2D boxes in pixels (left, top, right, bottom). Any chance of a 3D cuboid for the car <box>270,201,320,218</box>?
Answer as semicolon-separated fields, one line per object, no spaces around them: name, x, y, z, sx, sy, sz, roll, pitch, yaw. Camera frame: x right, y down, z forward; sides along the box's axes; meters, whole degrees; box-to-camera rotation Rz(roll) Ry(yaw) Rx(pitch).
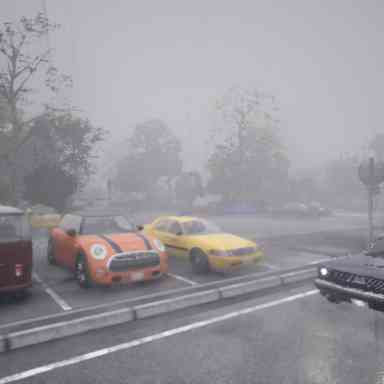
car;10.057;1.853;33.647;2.002;1.452;4.674;2;-1;-36

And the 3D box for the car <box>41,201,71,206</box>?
car;-9.201;1.474;20.029;1.946;1.575;5.366;0;0;-36

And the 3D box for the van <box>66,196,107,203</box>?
van;-6.756;1.265;21.418;1.878;1.987;4.442;0;0;-36

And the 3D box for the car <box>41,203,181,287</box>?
car;-2.561;1.347;9.501;2.185;1.767;4.553;0;0;-36

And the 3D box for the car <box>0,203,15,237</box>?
car;-11.359;1.466;18.473;1.946;1.575;5.366;0;0;-36

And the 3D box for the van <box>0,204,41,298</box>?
van;-5.075;1.244;7.794;1.878;1.987;4.442;0;0;-36

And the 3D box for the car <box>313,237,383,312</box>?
car;4.685;1.623;7.023;4.718;1.301;1.895;1;0;-35

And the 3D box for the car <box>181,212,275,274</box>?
car;-0.069;1.485;11.032;1.946;1.575;5.366;0;0;-36

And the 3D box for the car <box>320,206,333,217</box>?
car;12.605;1.757;35.539;2.185;1.767;4.553;2;-1;-36
